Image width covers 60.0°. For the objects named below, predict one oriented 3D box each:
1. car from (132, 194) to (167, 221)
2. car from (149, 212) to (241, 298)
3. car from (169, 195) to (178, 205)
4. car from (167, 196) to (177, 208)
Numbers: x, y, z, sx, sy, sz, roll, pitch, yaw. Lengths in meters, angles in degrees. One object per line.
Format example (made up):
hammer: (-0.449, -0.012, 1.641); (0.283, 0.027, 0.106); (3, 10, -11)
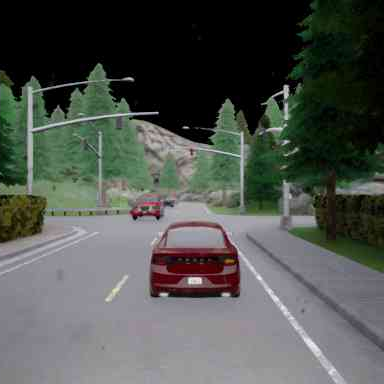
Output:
car: (-3.571, 1.215, 27.884); (2.150, 2.045, 5.566); (0, 0, 0)
car: (0.074, 1.478, 8.578); (1.882, 1.535, 5.008); (0, 0, 0)
car: (-3.633, 1.352, 59.915); (2.097, 1.767, 4.553); (0, 0, -3)
car: (-3.559, 1.600, 47.229); (1.895, 1.301, 4.718); (0, 0, 0)
